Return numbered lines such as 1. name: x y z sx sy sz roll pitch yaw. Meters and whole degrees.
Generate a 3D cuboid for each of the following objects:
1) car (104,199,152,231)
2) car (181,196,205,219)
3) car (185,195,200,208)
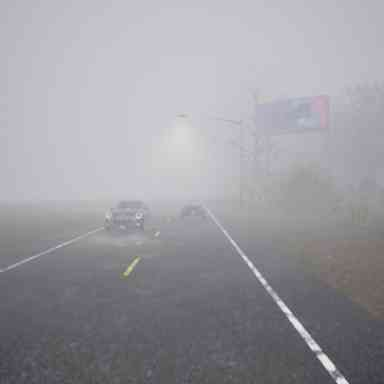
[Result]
1. car: -3.589 1.212 19.413 2.097 1.767 4.553 0 0 0
2. car: 0.084 1.333 26.698 1.812 1.442 4.674 0 0 0
3. car: 0.087 1.210 43.669 1.812 1.442 4.674 0 1 0
